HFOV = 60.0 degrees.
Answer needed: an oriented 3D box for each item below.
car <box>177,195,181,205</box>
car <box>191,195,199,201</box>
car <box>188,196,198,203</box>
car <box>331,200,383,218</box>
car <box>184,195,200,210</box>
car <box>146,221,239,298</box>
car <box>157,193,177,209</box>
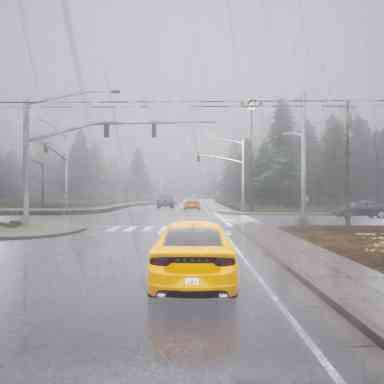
[{"bbox_3d":[-3.536,1.353,56.665,2.097,1.767,4.553,0,0,1],"label":"car"},{"bbox_3d":[0.696,1.442,83.168,1.837,1.490,4.892,0,0,2],"label":"car"},{"bbox_3d":[0.297,1.537,72.776,2.033,1.411,5.357,0,0,2],"label":"car"},{"bbox_3d":[14.910,1.531,29.530,4.892,1.490,1.837,0,0,1],"label":"car"},{"bbox_3d":[0.017,1.478,42.215,1.882,1.535,5.008,0,0,0],"label":"car"},{"bbox_3d":[0.049,1.474,8.552,1.882,1.535,5.008,0,0,1],"label":"car"},{"bbox_3d":[-3.595,1.222,45.697,2.150,2.045,5.566,0,0,-1],"label":"car"}]
